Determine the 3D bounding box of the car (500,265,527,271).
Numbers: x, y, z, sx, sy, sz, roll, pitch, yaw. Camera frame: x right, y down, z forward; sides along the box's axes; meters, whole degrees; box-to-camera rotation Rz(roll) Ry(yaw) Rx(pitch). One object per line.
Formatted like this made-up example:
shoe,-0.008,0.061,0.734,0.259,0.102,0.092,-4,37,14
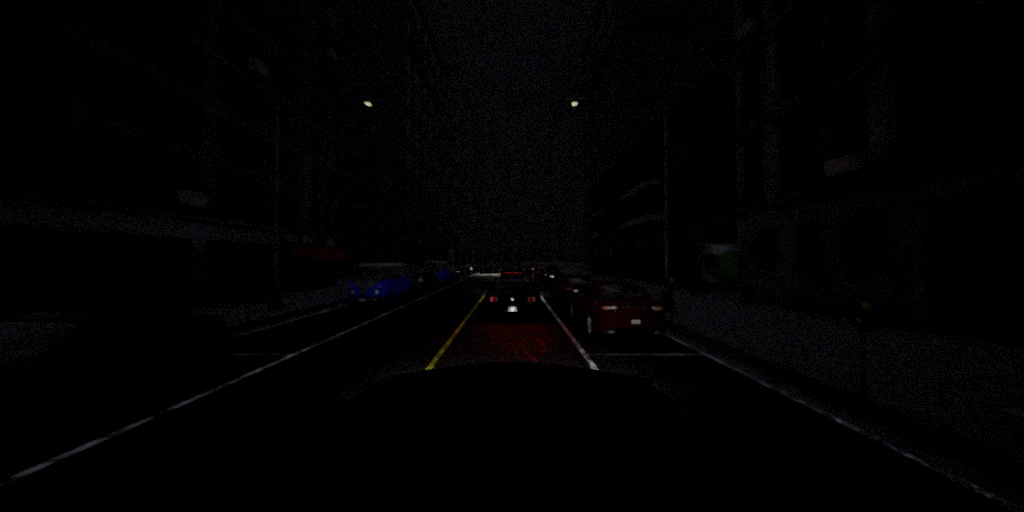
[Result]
car,0.051,1.437,29.376,1.837,1.490,4.892,0,0,1

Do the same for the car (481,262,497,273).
car,-3.038,1.525,48.521,1.882,1.535,5.008,0,-1,0

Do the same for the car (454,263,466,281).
car,-5.751,1.502,32.698,2.007,1.370,4.403,0,0,0

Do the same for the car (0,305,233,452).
car,-5.760,1.352,4.650,1.802,1.307,4.207,0,0,0

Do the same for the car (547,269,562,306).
car,2.769,1.426,15.866,1.802,1.307,4.207,0,0,0

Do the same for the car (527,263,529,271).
car,2.778,1.602,43.912,1.802,1.307,4.207,0,0,0

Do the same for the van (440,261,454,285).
van,-5.753,1.257,27.088,1.690,1.789,3.998,0,0,0

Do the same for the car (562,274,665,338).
car,2.767,1.352,10.256,1.888,1.381,4.507,0,0,0

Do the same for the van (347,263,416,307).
van,-5.757,1.185,15.870,1.690,1.789,3.998,0,0,0

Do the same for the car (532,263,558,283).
car,2.773,1.482,27.084,1.948,1.339,4.313,0,0,0

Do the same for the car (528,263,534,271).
car,2.774,1.496,32.694,1.888,1.381,4.507,0,0,0

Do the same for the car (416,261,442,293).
car,-5.755,1.320,21.480,1.967,1.591,4.097,0,0,0

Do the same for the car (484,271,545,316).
car,0.039,1.431,13.725,1.895,1.301,4.718,0,0,1

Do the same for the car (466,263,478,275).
car,-5.748,1.570,43.916,2.007,1.370,4.403,0,0,0
